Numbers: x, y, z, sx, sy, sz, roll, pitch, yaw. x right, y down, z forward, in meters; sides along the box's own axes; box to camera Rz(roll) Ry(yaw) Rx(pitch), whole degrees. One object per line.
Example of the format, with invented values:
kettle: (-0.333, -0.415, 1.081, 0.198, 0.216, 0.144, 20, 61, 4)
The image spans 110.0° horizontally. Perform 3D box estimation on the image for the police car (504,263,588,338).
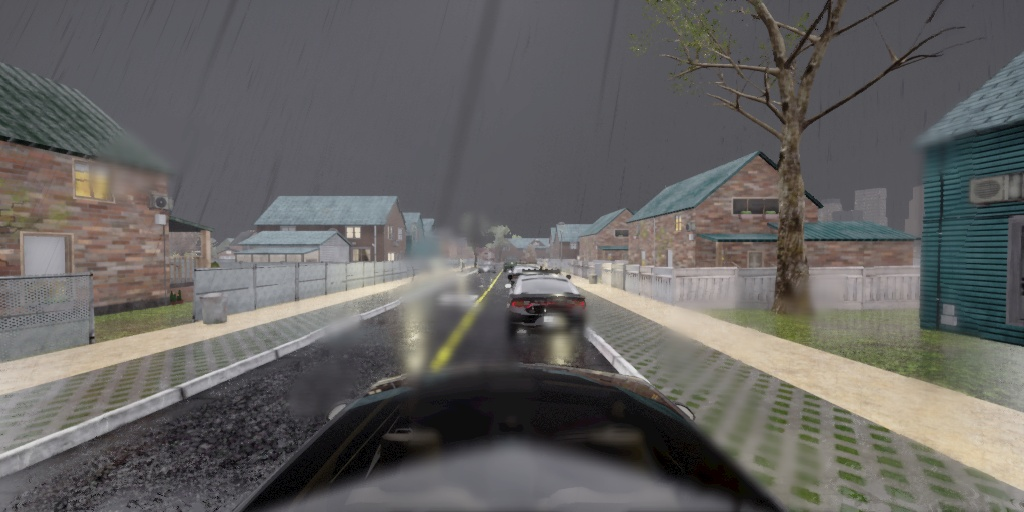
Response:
police car: (0.827, 1.175, 10.279, 1.930, 1.638, 5.238, 0, 0, 0)

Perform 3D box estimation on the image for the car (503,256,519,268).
car: (0.033, 1.027, 46.927, 2.150, 2.045, 5.566, 0, 0, 0)

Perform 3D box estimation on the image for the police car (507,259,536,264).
police car: (0.830, 1.182, 20.282, 1.930, 1.638, 5.238, 0, 0, 0)

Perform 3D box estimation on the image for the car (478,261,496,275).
car: (-2.739, 1.280, 40.005, 2.128, 1.511, 4.902, 0, 0, 0)
